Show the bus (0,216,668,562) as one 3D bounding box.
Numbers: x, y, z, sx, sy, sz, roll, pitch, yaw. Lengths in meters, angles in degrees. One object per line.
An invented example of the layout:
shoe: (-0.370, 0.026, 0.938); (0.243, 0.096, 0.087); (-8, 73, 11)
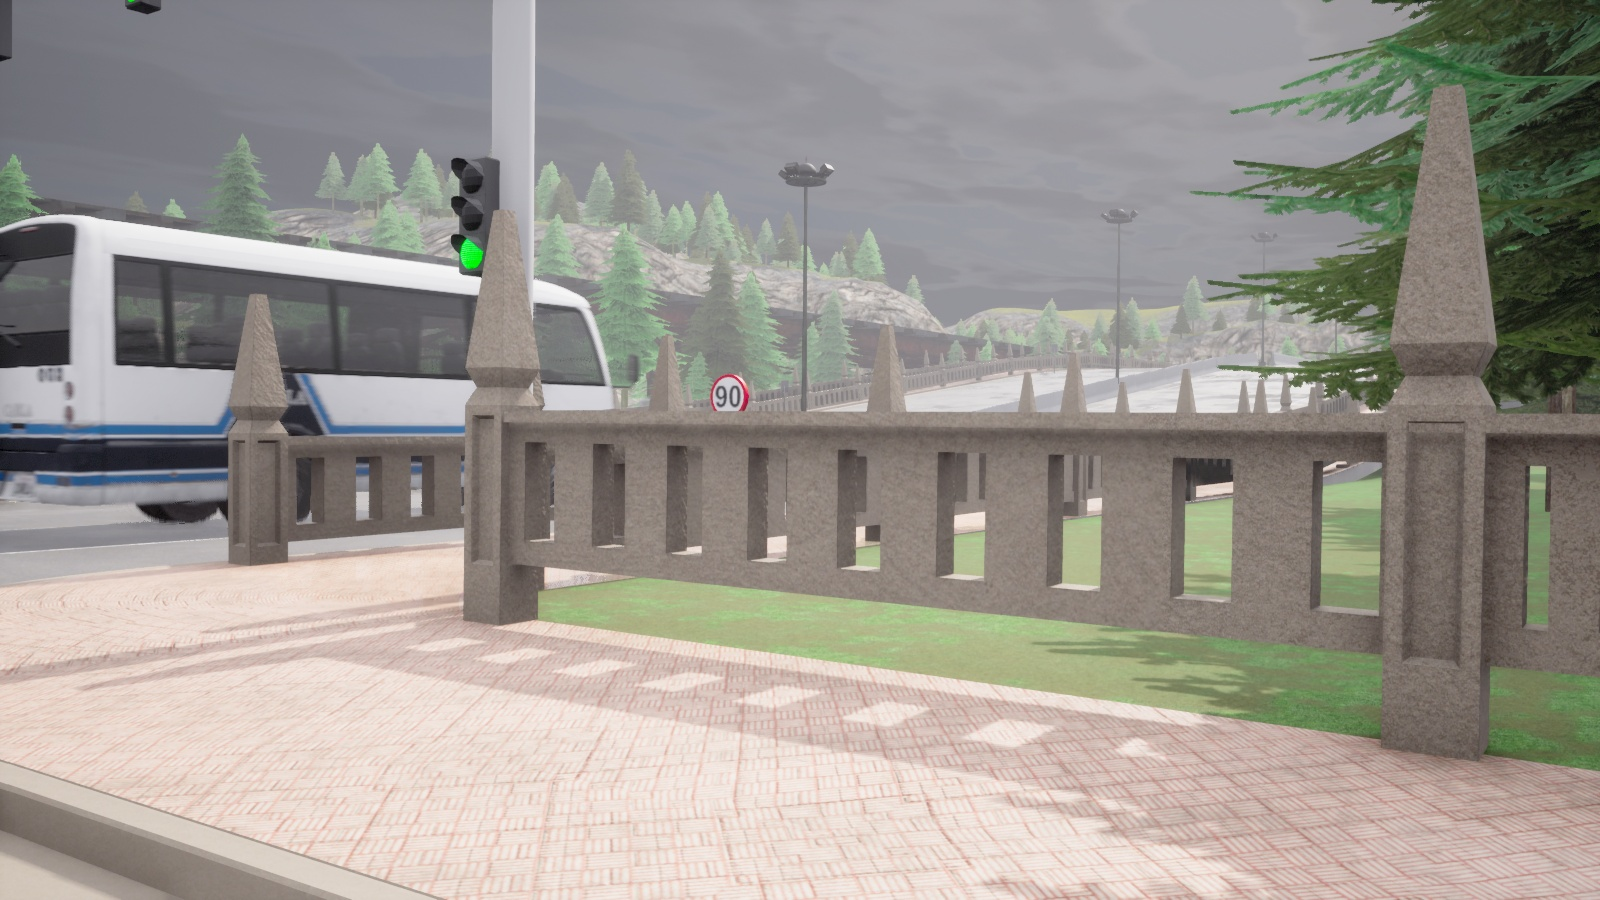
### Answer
bus: (-7.049, -0.866, 20.819); (3.944, 4.253, 10.273); (0, 1, 34)
